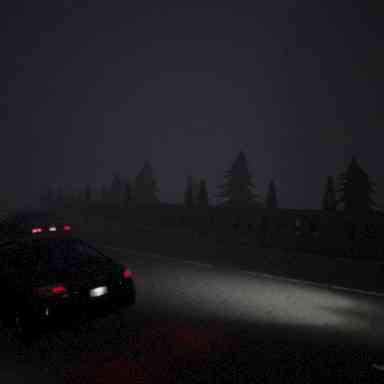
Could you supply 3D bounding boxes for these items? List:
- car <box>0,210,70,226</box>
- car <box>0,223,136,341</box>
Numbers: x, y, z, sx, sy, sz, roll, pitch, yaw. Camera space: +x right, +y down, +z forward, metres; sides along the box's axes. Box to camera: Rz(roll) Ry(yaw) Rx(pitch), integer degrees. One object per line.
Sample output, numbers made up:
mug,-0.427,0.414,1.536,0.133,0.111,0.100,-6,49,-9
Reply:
car,-7.406,1.555,15.304,2.033,1.411,5.357,0,0,-44
car,-3.045,1.568,6.622,4.181,1.385,1.994,0,0,40
